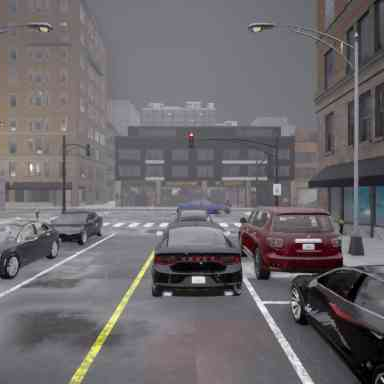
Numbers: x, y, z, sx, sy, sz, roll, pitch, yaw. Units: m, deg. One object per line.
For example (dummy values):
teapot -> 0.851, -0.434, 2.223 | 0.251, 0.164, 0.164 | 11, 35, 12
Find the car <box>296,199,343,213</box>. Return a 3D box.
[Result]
car -> 14.436, 1.605, 37.881 | 4.674, 1.442, 1.812 | 0, 0, 0

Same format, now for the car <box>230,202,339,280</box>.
car -> 2.622, 1.314, 9.880 | 2.192, 1.841, 5.009 | 0, 0, 0

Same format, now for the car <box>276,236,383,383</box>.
car -> 2.630, 1.566, 4.218 | 1.947, 1.339, 4.313 | 0, 0, 0

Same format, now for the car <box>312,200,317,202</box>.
car -> 15.248, 1.305, 34.654 | 5.566, 2.045, 2.150 | 0, 0, 0

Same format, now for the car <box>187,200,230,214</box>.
car -> 1.118, 1.489, 31.120 | 5.008, 1.535, 1.882 | 0, 0, 0

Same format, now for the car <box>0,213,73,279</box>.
car -> -5.403, 1.550, 9.869 | 2.008, 1.369, 4.403 | 0, 0, 0

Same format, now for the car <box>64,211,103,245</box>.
car -> -5.411, 1.565, 15.531 | 1.947, 1.339, 4.313 | 0, 0, 0

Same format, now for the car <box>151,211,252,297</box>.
car -> 0.061, 1.477, 8.644 | 1.882, 1.535, 5.008 | 0, 0, -1

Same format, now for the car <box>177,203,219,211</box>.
car -> 0.057, 1.504, 16.202 | 1.837, 1.490, 4.892 | 0, 0, 0
